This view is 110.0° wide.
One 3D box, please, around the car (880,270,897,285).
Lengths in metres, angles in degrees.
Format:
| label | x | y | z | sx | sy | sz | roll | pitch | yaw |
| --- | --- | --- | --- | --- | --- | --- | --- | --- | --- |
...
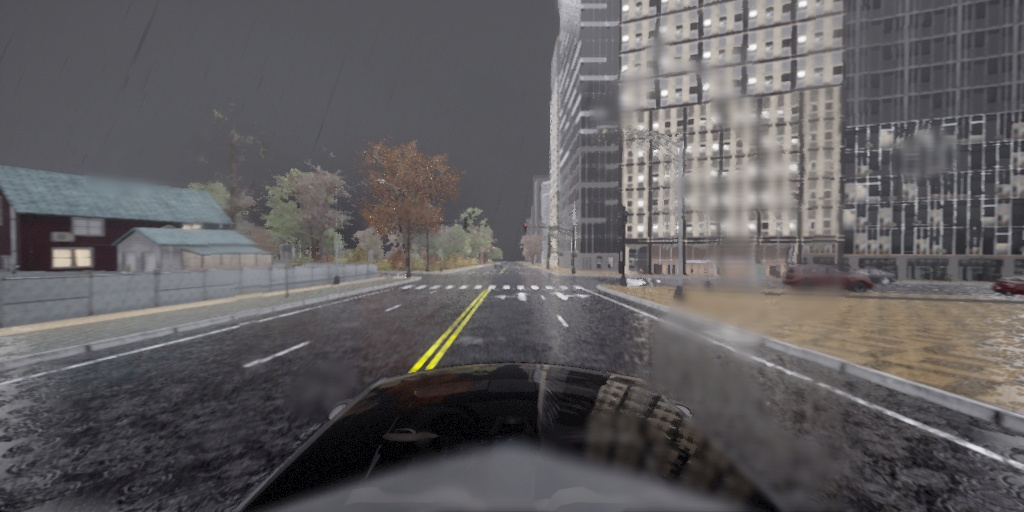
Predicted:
| label | x | y | z | sx | sy | sz | roll | pitch | yaw |
| --- | --- | --- | --- | --- | --- | --- | --- | --- | --- |
| car | 31.048 | 1.796 | 31.855 | 4.403 | 1.370 | 2.007 | 0 | 0 | 20 |

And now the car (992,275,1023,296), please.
| label | x | y | z | sx | sy | sz | roll | pitch | yaw |
| --- | --- | --- | --- | --- | --- | --- | --- | --- | --- |
| car | 33.661 | 1.943 | 22.506 | 4.507 | 1.381 | 1.888 | 0 | 0 | 20 |

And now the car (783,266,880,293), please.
| label | x | y | z | sx | sy | sz | roll | pitch | yaw |
| --- | --- | --- | --- | --- | --- | --- | --- | --- | --- |
| car | 23.015 | 1.662 | 26.406 | 5.009 | 1.841 | 2.192 | 0 | 0 | 20 |
